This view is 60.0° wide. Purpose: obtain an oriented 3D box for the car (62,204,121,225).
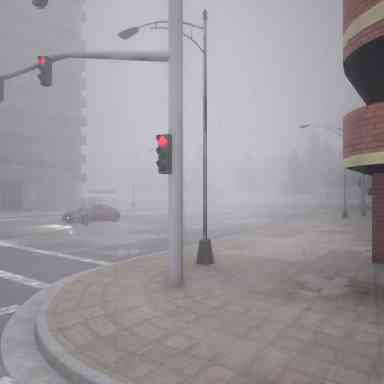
[{"bbox_3d":[-7.214,1.564,24.121,1.994,1.385,4.181,0,0,36],"label":"car"}]
